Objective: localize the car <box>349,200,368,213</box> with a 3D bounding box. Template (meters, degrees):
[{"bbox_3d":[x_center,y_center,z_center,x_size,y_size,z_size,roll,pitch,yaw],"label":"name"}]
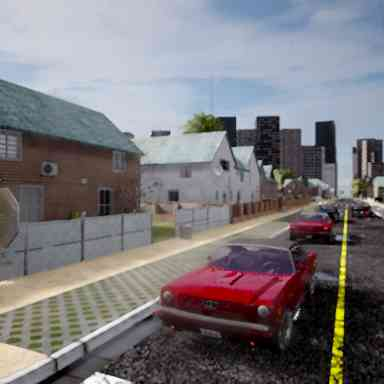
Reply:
[{"bbox_3d":[21.620,1.875,43.296,2.128,1.511,4.902,0,-1,25],"label":"car"}]

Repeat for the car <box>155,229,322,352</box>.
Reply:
[{"bbox_3d":[1.248,1.657,6.564,1.895,1.301,4.718,0,-1,27],"label":"car"}]

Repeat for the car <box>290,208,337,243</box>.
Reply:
[{"bbox_3d":[6.298,1.750,17.250,1.895,1.301,4.718,0,-1,25],"label":"car"}]

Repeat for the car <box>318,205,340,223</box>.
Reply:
[{"bbox_3d":[11.384,1.807,28.069,1.994,1.385,4.181,0,0,26],"label":"car"}]

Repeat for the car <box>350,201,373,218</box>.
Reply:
[{"bbox_3d":[17.267,1.792,33.886,2.128,1.511,4.902,0,-1,26],"label":"car"}]
